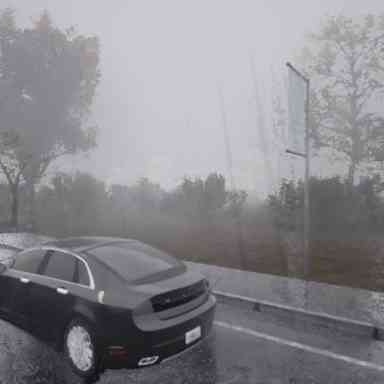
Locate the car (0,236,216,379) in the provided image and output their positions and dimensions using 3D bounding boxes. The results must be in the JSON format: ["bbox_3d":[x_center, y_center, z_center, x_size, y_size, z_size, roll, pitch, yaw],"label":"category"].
[{"bbox_3d":[-1.907,1.514,5.583,4.892,1.490,1.837,0,0,37],"label":"car"}]
